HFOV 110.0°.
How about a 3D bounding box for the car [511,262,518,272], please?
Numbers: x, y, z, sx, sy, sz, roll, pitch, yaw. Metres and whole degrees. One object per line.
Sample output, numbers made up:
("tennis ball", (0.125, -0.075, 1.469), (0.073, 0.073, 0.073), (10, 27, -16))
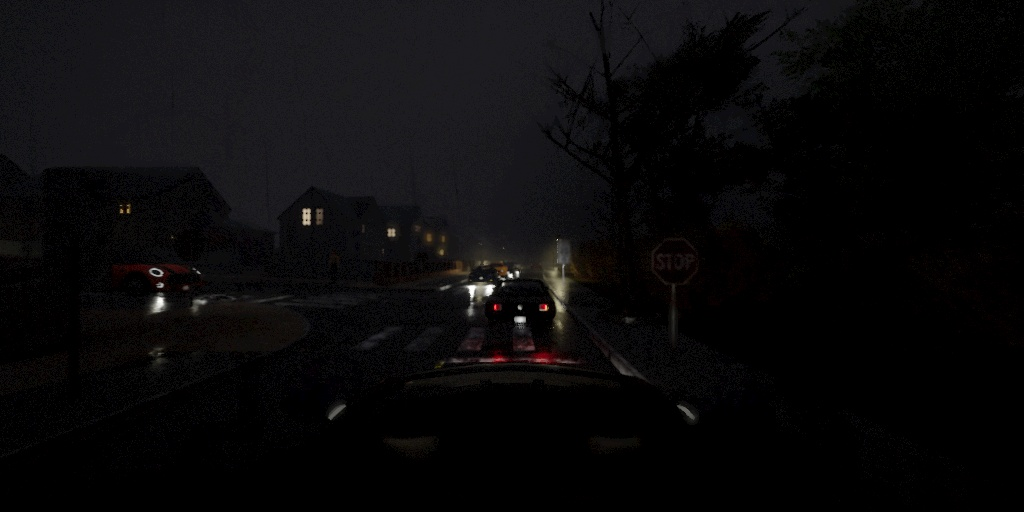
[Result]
("car", (-0.716, 1.492, 46.032), (1.812, 1.442, 4.674), (0, -1, 6))

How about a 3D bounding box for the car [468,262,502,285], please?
("car", (-2.096, 1.396, 27.253), (1.994, 1.385, 4.181), (0, 0, 3))

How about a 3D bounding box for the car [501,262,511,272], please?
("car", (-1.533, 1.362, 36.054), (1.882, 1.535, 5.008), (0, 0, 4))

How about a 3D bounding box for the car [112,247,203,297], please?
("car", (-14.313, 0.493, 13.352), (4.553, 1.767, 2.097), (3, 0, 0))

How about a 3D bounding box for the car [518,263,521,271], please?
("car", (0.289, 1.582, 55.737), (1.812, 1.442, 4.674), (0, 0, 7))

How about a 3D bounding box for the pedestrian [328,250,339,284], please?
("pedestrian", (-9.539, 0.561, 19.192), (0.375, 1.860, 0.375), (0, -3, 0))

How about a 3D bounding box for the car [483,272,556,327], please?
("car", (0.263, 1.378, 11.597), (1.895, 1.301, 4.718), (0, 0, 1))
